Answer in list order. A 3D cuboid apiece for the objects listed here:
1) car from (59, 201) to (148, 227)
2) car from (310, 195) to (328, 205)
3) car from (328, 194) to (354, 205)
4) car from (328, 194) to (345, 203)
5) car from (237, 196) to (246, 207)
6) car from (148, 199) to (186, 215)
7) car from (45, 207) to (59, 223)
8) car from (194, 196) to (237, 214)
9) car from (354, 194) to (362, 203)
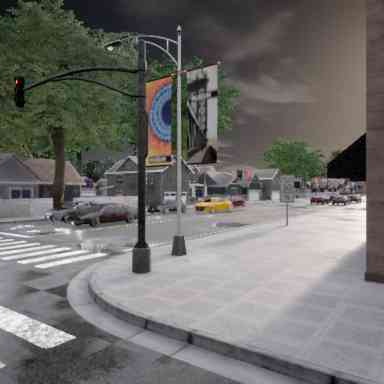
[{"bbox_3d":[-5.666,1.449,22.130,2.033,1.411,5.357,0,0,34],"label":"car"},{"bbox_3d":[20.071,1.171,52.164,1.882,1.535,5.008,0,0,36],"label":"car"},{"bbox_3d":[22.324,1.203,49.727,1.837,1.490,4.892,0,0,36],"label":"car"},{"bbox_3d":[26.708,1.146,61.444,1.837,1.490,4.892,0,0,36],"label":"car"},{"bbox_3d":[5.178,1.251,42.829,1.882,1.535,5.008,0,0,36],"label":"car"},{"bbox_3d":[-2.386,1.407,32.270,1.994,1.385,4.181,0,0,37],"label":"car"},{"bbox_3d":[-8.175,1.391,24.186,2.128,1.511,4.902,0,0,36],"label":"car"},{"bbox_3d":[2.143,1.304,33.028,1.882,1.535,5.008,0,0,36],"label":"car"},{"bbox_3d":[28.319,1.155,58.114,1.837,1.490,4.892,0,0,36],"label":"car"}]
